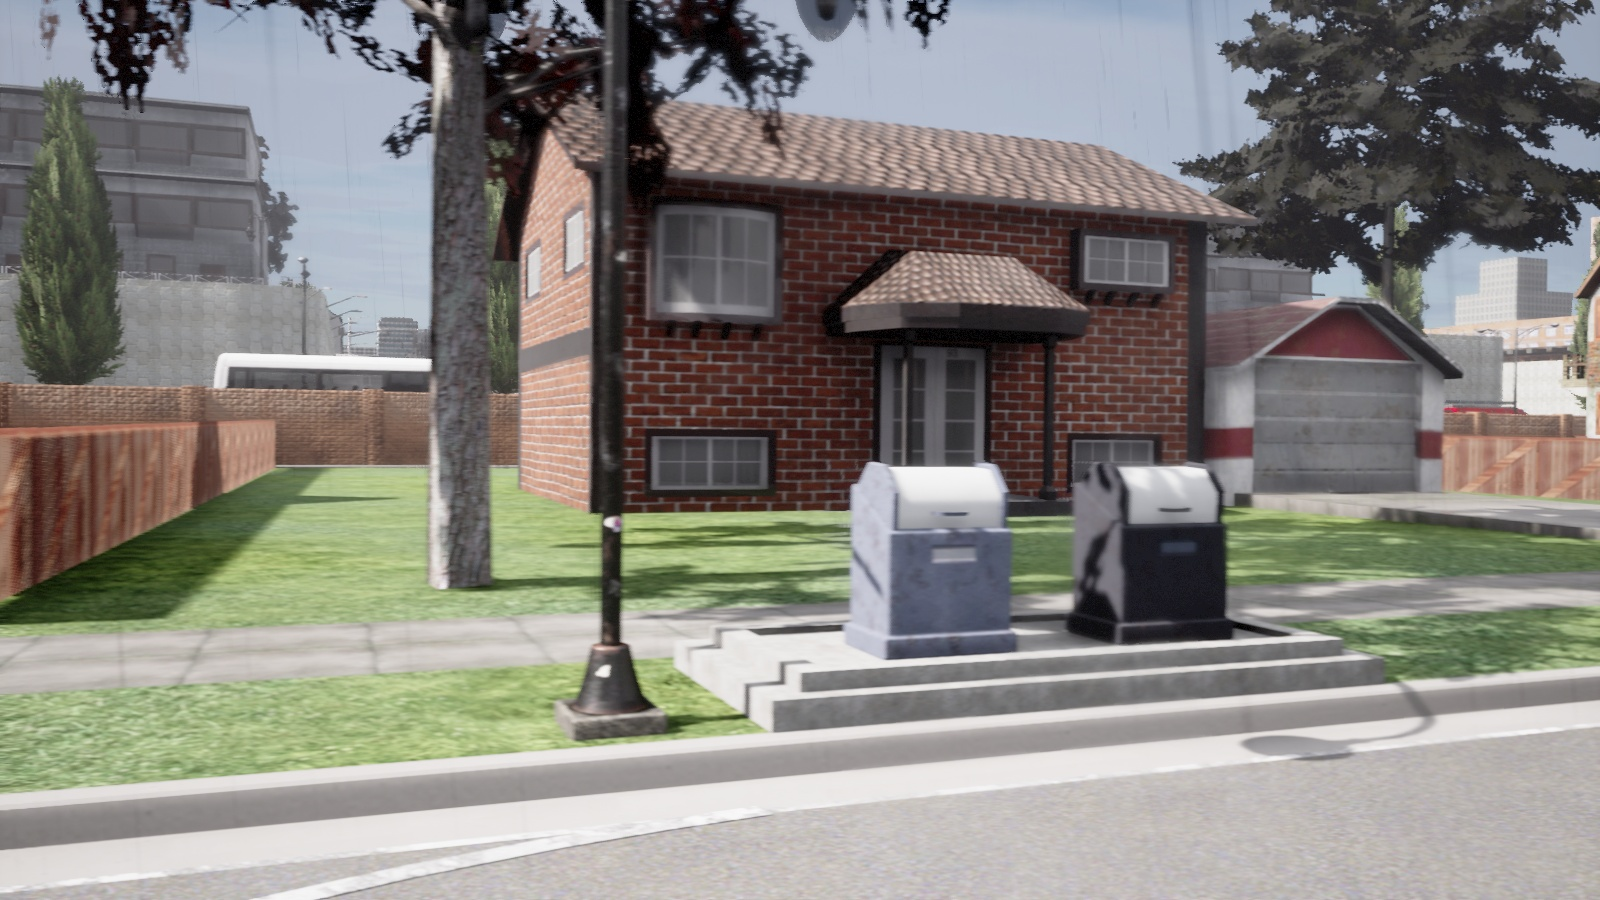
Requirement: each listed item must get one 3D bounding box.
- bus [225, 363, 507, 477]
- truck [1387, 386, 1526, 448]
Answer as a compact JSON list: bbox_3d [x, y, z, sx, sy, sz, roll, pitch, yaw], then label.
[{"bbox_3d":[-17.300,-1.213,50.487,10.273,4.253,3.944,-1,1,-20],"label":"bus"},{"bbox_3d":[41.971,-2.128,80.315,8.468,3.827,2.891,-1,1,-20],"label":"truck"}]
